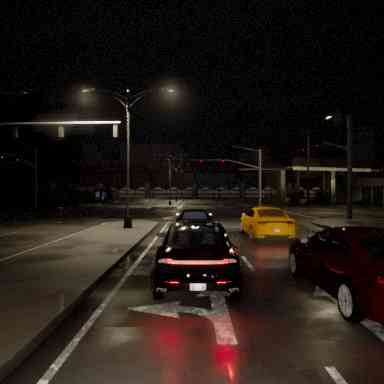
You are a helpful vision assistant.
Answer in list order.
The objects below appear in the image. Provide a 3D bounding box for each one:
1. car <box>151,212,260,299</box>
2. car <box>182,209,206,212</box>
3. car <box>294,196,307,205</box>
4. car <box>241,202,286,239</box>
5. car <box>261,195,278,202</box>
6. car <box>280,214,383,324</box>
[{"bbox_3d":[0.104,1.492,8.399,2.128,1.511,4.902,0,0,0],"label":"car"},{"bbox_3d":[0.111,1.564,17.168,1.994,1.385,4.181,0,0,-1],"label":"car"},{"bbox_3d":[18.986,1.456,57.497,1.970,1.475,3.806,0,0,0],"label":"car"},{"bbox_3d":[3.610,1.478,16.490,1.882,1.535,5.008,0,0,0],"label":"car"},{"bbox_3d":[13.240,1.295,56.738,2.242,1.667,4.611,0,0,0],"label":"car"},{"bbox_3d":[3.603,1.478,7.238,1.882,1.535,5.008,0,0,0],"label":"car"}]
